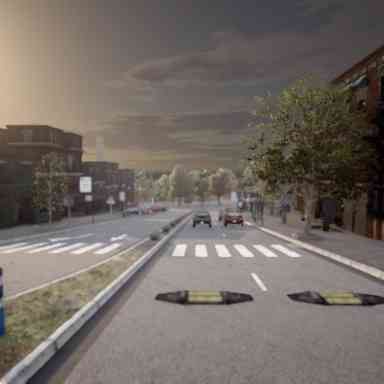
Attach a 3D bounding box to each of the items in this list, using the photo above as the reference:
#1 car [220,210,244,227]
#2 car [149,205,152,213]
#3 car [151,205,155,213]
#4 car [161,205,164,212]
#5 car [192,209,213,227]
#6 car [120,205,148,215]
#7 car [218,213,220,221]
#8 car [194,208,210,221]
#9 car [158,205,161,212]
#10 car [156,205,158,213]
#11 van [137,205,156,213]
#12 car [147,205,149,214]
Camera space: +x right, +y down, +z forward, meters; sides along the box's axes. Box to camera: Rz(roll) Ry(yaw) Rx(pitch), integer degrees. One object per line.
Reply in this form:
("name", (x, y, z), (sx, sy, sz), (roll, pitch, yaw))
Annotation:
("car", (4.289, 2.789, 35.090), (1.882, 1.535, 5.008), (0, -2, 2))
("car", (-11.911, 4.228, 73.352), (4.792, 1.488, 2.163), (0, -2, -18))
("car", (-11.975, 4.314, 76.349), (5.366, 1.575, 1.946), (0, -2, -18))
("car", (-11.403, 4.663, 91.622), (5.566, 2.045, 2.435), (0, -2, -18))
("car", (1.045, 2.760, 34.129), (1.837, 1.490, 4.892), (0, -2, 2))
("car", (-12.025, 3.964, 67.273), (4.892, 1.521, 2.231), (0, -2, -19))
("car", (4.654, 3.309, 46.766), (1.812, 1.442, 4.674), (0, -2, 2))
("car", (1.399, 3.113, 46.695), (2.097, 1.767, 4.553), (0, -2, 2))
("car", (-11.455, 4.796, 88.584), (4.892, 1.521, 2.231), (0, -2, -18))
("car", (-11.599, 4.431, 82.509), (4.553, 1.767, 2.185), (0, -2, -18))
("van", (-11.655, 4.449, 85.508), (4.442, 1.987, 1.878), (0, -2, -18))
("car", (-11.994, 3.956, 70.319), (4.553, 1.767, 2.185), (0, -3, -19))
